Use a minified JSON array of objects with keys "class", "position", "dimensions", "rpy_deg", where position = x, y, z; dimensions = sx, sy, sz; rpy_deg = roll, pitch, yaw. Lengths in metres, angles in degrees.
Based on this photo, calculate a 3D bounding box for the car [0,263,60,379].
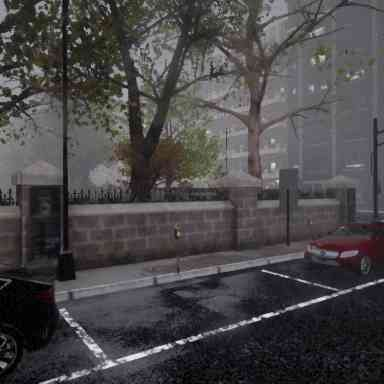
[{"class":"car","position":[-3.830,1.566,3.858],"dimensions":[4.313,1.339,1.947],"rpy_deg":[0,0,-35]}]

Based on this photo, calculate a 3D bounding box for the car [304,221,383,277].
[{"class":"car","position":[5.243,1.581,10.201],"dimensions":[4.206,1.307,1.802],"rpy_deg":[0,0,-35]}]
